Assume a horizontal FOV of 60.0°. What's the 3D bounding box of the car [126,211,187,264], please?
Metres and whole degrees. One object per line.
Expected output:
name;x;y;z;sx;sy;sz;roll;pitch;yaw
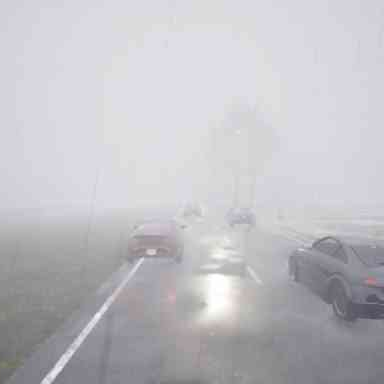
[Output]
car;-1.224;1.663;12.342;1.812;1.442;4.674;0;-1;0

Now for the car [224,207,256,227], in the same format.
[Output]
car;3.603;1.841;25.436;2.033;1.411;5.357;0;-1;0

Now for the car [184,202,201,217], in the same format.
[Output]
car;0.062;2.029;36.220;1.895;1.301;4.718;0;-1;0

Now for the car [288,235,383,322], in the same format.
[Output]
car;3.601;1.646;7.433;1.994;1.385;4.181;0;-1;0
